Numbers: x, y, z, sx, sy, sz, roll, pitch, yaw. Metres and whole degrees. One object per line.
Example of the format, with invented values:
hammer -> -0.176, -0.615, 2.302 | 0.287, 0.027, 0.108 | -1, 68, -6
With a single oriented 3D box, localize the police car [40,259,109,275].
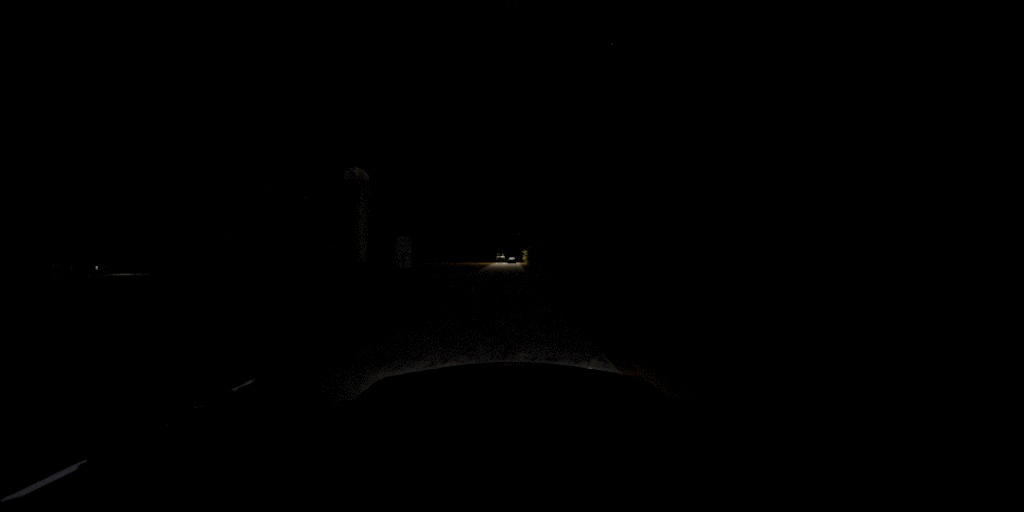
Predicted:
police car -> -41.835, 1.052, 34.493 | 4.974, 1.542, 2.038 | 0, -1, 0
